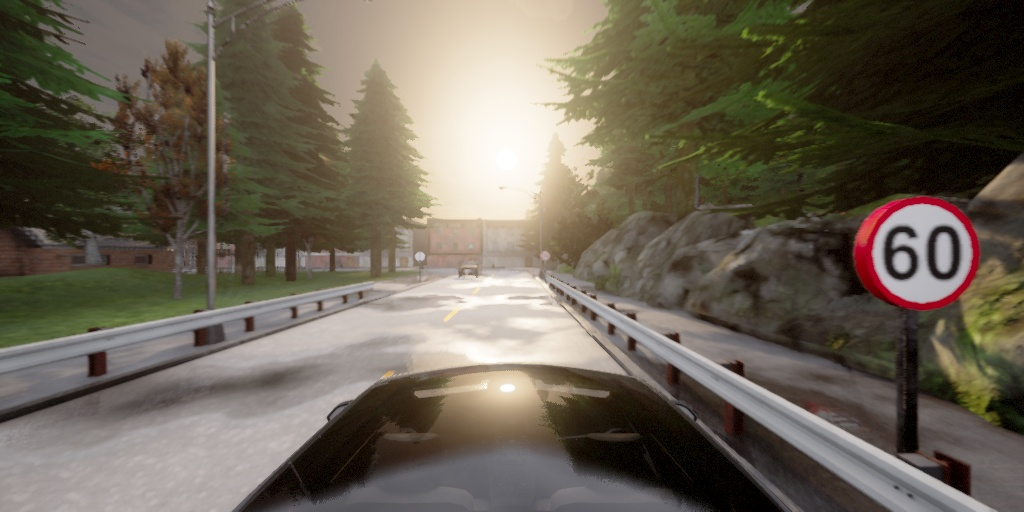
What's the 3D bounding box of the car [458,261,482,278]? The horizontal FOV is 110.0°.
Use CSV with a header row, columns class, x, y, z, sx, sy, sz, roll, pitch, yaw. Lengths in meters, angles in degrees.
class,x,y,z,sx,sy,sz,roll,pitch,yaw
car,-4.006,1.247,34.763,2.128,1.511,4.902,0,0,1
